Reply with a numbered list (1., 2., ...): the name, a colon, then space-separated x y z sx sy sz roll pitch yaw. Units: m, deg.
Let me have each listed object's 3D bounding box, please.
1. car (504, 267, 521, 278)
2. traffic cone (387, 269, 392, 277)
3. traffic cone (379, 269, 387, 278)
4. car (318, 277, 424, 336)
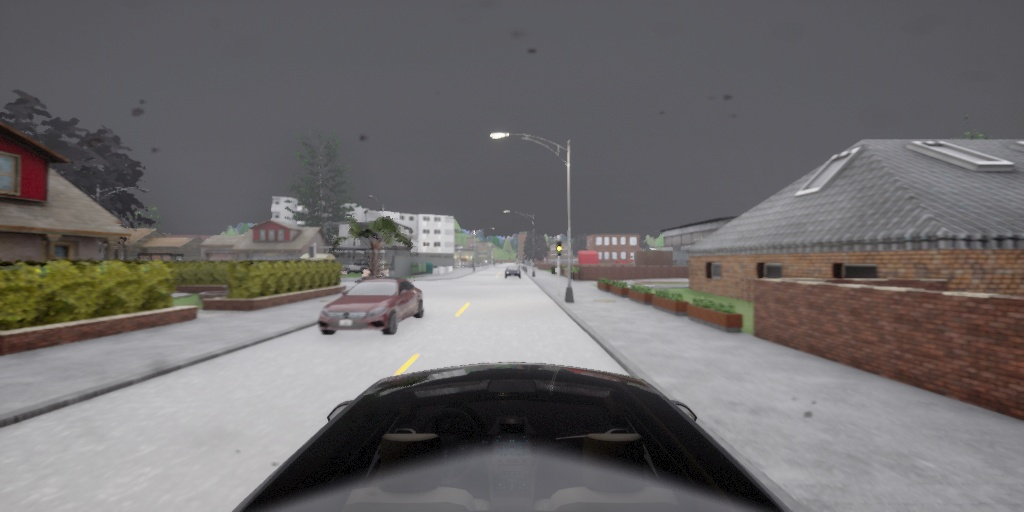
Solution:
1. car: 0.092 1.904 42.044 1.895 1.301 4.718 0 -1 0
2. traffic cone: -15.398 2.141 44.346 0.344 0.586 0.344 0 0 0
3. traffic cone: -15.759 2.137 43.777 0.344 0.586 0.344 0 0 0
4. car: -4.025 1.404 11.078 1.812 1.442 4.674 0 -1 1
